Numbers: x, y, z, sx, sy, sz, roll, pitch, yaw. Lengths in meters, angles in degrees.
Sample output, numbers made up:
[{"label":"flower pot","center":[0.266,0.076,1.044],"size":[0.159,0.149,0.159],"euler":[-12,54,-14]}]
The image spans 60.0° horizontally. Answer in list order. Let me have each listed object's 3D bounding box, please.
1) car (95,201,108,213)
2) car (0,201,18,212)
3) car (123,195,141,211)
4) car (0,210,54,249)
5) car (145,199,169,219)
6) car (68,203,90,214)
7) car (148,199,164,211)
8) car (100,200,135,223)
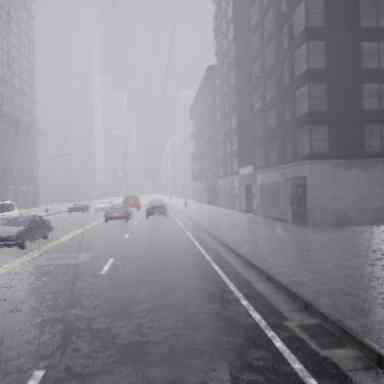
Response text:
[{"label":"car","center":[-11.152,1.839,42.596],"size":[1.812,1.442,4.674],"euler":[-2,0,-6]},{"label":"car","center":[-11.911,1.610,19.250],"size":[2.150,2.045,5.566],"euler":[-2,0,-6]},{"label":"car","center":[-8.002,1.416,44.508],"size":[2.150,2.045,5.566],"euler":[-2,0,-6]},{"label":"car","center":[-8.276,1.811,15.981],"size":[2.033,1.411,5.357],"euler":[-2,0,-6]},{"label":"car","center":[-3.200,1.558,30.315],"size":[1.837,1.490,4.892],"euler":[-2,0,-6]},{"label":"car","center":[-14.405,2.030,42.523],"size":[1.895,1.301,4.718],"euler":[-2,0,-6]},{"label":"car","center":[-4.764,1.643,44.516],"size":[1.994,1.385,4.181],"euler":[-2,0,-6]},{"label":"car","center":[-6.158,1.727,28.075],"size":[1.994,1.385,4.181],"euler":[-2,0,-7]}]
